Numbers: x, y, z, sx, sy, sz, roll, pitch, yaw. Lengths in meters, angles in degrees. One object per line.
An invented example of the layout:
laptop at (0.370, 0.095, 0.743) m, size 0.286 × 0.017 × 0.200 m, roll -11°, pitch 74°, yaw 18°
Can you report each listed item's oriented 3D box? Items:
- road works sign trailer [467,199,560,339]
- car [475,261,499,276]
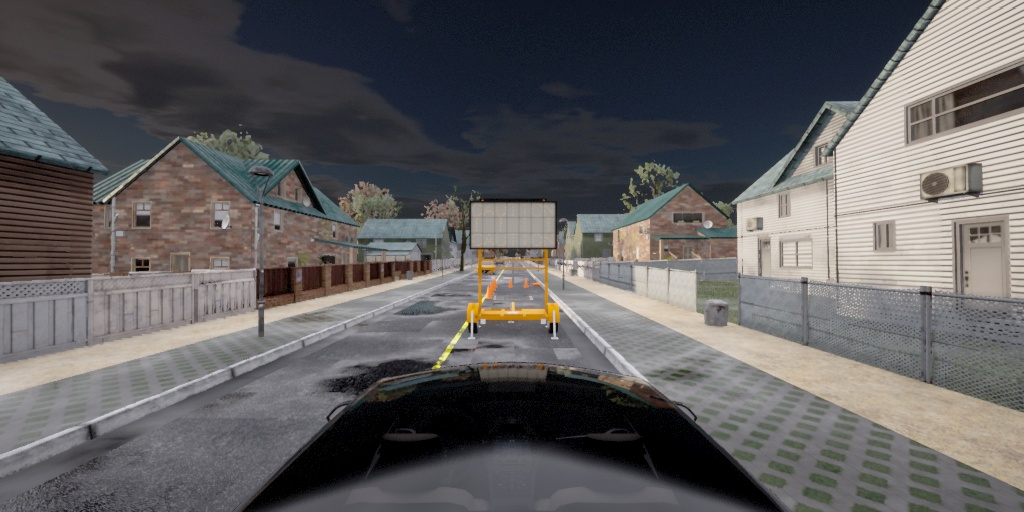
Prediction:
road works sign trailer at (0.032, 0.217, 10.018) m, size 2.380 × 3.560 × 2.880 m, roll 0°, pitch 0°, yaw 0°
car at (-2.726, 1.232, 37.339) m, size 1.882 × 1.535 × 5.008 m, roll 0°, pitch 0°, yaw 0°
